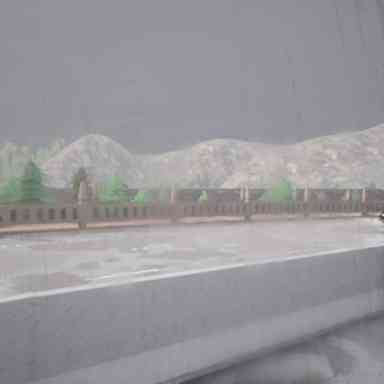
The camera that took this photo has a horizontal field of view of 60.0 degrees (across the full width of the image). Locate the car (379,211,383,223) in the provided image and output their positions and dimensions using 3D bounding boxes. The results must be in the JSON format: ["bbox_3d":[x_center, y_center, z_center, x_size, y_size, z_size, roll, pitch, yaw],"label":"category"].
[{"bbox_3d":[15.764,1.558,23.971,4.902,1.511,2.128,0,0,-21],"label":"car"}]
